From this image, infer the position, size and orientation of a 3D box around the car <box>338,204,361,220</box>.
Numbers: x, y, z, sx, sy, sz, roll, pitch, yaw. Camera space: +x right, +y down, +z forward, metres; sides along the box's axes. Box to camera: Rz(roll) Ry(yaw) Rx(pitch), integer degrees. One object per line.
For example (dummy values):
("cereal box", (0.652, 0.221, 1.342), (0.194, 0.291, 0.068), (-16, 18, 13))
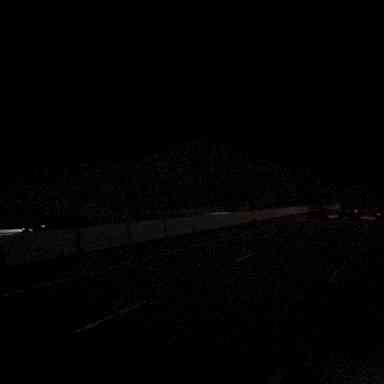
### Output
("car", (17.774, 2.131, 37.474), (2.097, 1.767, 4.553), (-2, -2, 30))

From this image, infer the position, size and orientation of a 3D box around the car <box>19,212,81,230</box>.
("car", (-13.494, 2.695, 32.047), (2.033, 1.411, 5.357), (-2, -2, 30))

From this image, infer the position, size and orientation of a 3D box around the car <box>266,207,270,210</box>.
("car", (14.506, 3.359, 67.512), (1.882, 1.535, 5.008), (-2, -3, 29))

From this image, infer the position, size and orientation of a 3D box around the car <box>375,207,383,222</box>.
("car", (19.237, 2.174, 32.971), (2.033, 1.411, 5.357), (-2, -2, 30))

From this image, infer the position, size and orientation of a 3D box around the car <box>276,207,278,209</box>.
("car", (17.614, 3.341, 65.901), (1.994, 1.385, 4.181), (-2, -3, 29))

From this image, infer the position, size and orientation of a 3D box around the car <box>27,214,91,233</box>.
("car", (-9.681, 2.364, 24.583), (2.128, 1.511, 4.902), (-2, -2, 29))

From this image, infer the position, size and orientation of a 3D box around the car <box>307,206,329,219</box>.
("car", (15.240, 2.377, 40.089), (1.882, 1.535, 5.008), (-2, -2, 30))
